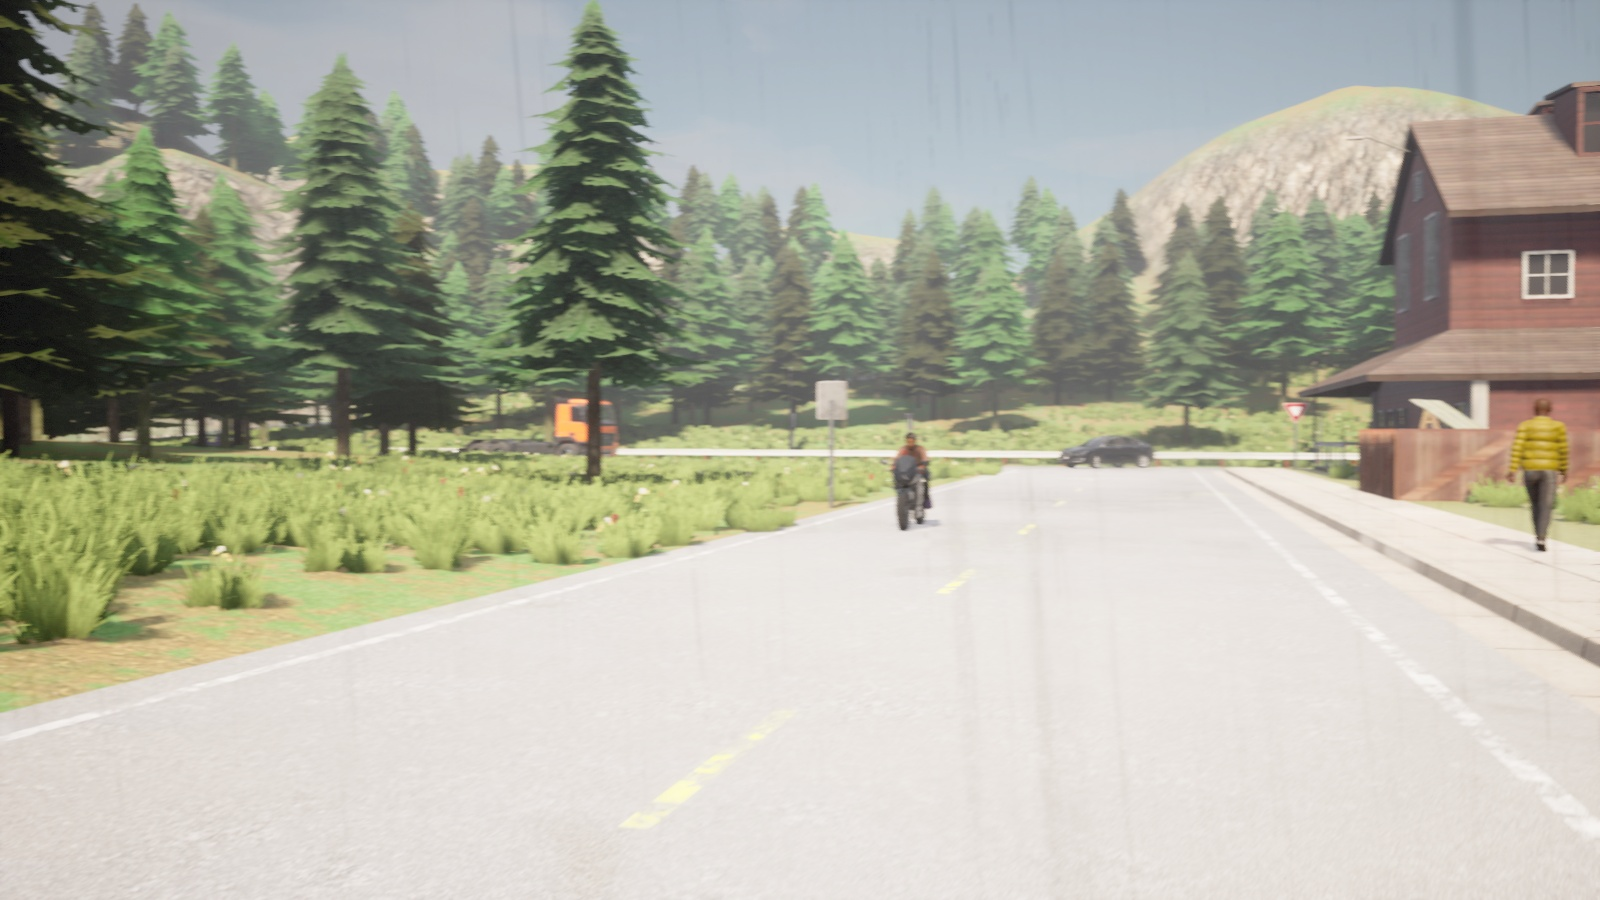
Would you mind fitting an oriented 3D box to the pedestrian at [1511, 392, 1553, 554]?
[{"bbox_3d":[8.547,0.258,14.663,0.370,1.835,0.726,1,1,33],"label":"pedestrian"}]

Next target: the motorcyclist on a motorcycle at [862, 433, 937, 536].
[{"bbox_3d":[1.588,0.498,19.651,0.797,1.523,2.044,0,1,15],"label":"motorcyclist on a motorcycle"}]

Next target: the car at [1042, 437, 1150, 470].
[{"bbox_3d":[13.633,0.172,57.751,4.892,1.490,1.837,0,-1,-30],"label":"car"}]

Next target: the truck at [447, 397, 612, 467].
[{"bbox_3d":[-14.047,-0.942,65.207,7.936,3.462,2.891,0,1,15],"label":"truck"}]

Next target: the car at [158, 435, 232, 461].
[{"bbox_3d":[-36.003,-0.148,74.787,3.633,1.501,1.845,0,1,15],"label":"car"}]
